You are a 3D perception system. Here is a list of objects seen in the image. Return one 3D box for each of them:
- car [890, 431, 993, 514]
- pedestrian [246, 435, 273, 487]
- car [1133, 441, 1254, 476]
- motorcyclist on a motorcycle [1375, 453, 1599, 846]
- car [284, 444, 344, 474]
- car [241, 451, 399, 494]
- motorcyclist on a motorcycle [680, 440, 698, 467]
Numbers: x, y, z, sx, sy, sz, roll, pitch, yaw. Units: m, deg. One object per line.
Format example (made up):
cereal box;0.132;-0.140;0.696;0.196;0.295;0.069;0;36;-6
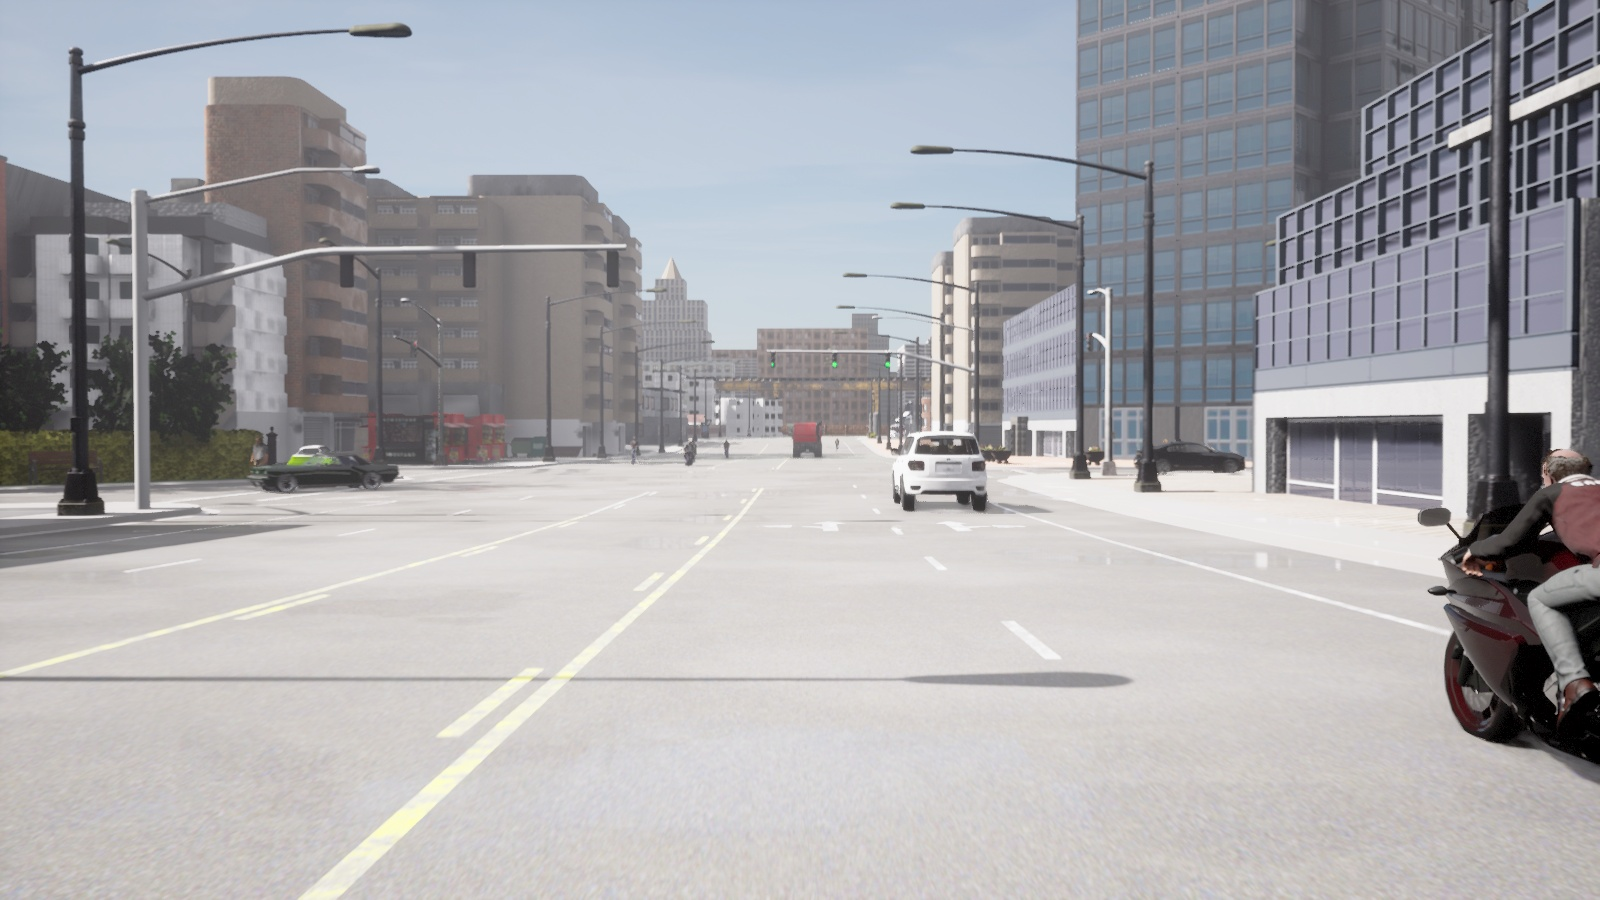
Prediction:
car;3.711;0.514;33.966;2.150;2.045;5.566;0;1;0
pedestrian;-19.205;0.382;44.639;0.540;1.848;0.694;0;1;17
car;18.161;0.376;58.174;5.008;1.535;1.882;0;1;1
motorcyclist on a motorcycle;3.548;0.778;5.717;0.866;1.530;2.191;0;0;0
car;-22.710;0.413;58.693;2.207;1.376;1.481;0;1;1
car;-16.566;0.745;43.458;4.718;1.301;1.895;-1;1;-40
motorcyclist on a motorcycle;-6.558;0.202;74.565;0.866;1.530;2.191;0;1;0
